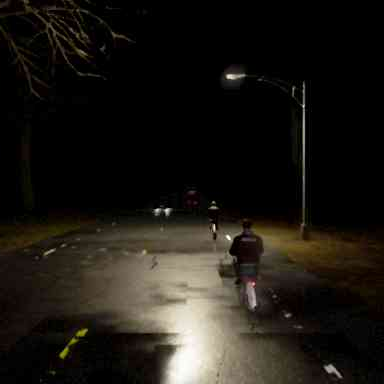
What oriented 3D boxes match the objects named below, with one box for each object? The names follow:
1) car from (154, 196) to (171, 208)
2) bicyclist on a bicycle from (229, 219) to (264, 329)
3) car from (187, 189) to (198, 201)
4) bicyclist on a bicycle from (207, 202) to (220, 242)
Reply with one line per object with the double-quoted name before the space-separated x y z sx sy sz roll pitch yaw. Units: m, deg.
"car" -3.604 1.243 42.091 2.033 1.411 5.357 0 1 0
"bicyclist on a bicycle" 0.963 1.355 6.026 0.659 1.776 1.843 0 0 0
"car" 0.063 0.816 61.461 2.128 1.511 4.902 0 1 0
"bicyclist on a bicycle" 0.963 1.311 14.989 0.659 1.776 1.843 0 1 0
